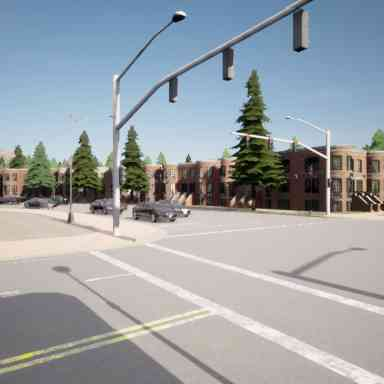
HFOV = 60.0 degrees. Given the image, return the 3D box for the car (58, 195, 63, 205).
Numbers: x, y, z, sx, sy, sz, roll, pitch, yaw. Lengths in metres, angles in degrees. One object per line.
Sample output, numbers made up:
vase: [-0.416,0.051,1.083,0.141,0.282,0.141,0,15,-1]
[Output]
car: [-21.279,1.564,48.075,4.181,1.385,1.994,0,0,26]

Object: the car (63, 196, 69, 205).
car: [-23.239,1.352,56.492,4.553,1.767,2.097,0,0,21]

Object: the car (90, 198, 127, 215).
car: [-8.646,1.491,33.415,2.128,1.511,4.902,0,0,-39]

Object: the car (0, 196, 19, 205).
car: [-32.922,1.492,58.961,4.902,1.511,2.128,0,0,9]

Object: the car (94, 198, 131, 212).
car: [-9.620,1.478,39.762,5.008,1.535,1.882,0,0,44]

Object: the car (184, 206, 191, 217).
car: [-2.045,1.491,30.563,2.128,1.511,4.902,0,0,-37]

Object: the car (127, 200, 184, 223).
car: [-3.000,1.505,26.015,1.837,1.490,4.892,0,0,-36]

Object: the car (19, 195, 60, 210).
car: [-19.899,1.526,43.382,4.674,1.442,1.812,0,0,30]
